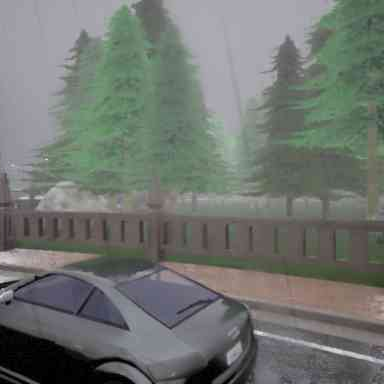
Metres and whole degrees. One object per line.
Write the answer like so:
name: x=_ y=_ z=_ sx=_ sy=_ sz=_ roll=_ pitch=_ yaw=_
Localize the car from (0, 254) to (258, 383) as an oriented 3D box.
car: x=-1.313 y=1.551 z=4.277 sx=4.181 sy=1.385 sz=1.994 roll=0 pitch=0 yaw=30
